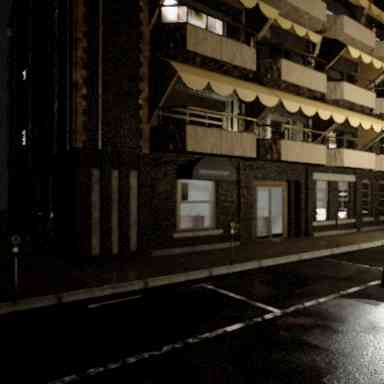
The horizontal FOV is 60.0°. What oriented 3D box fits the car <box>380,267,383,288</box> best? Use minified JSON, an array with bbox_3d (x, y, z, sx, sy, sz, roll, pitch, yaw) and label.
[{"bbox_3d":[6.233,1.647,7.772,4.181,1.385,1.994,1,0,-36],"label":"car"}]
